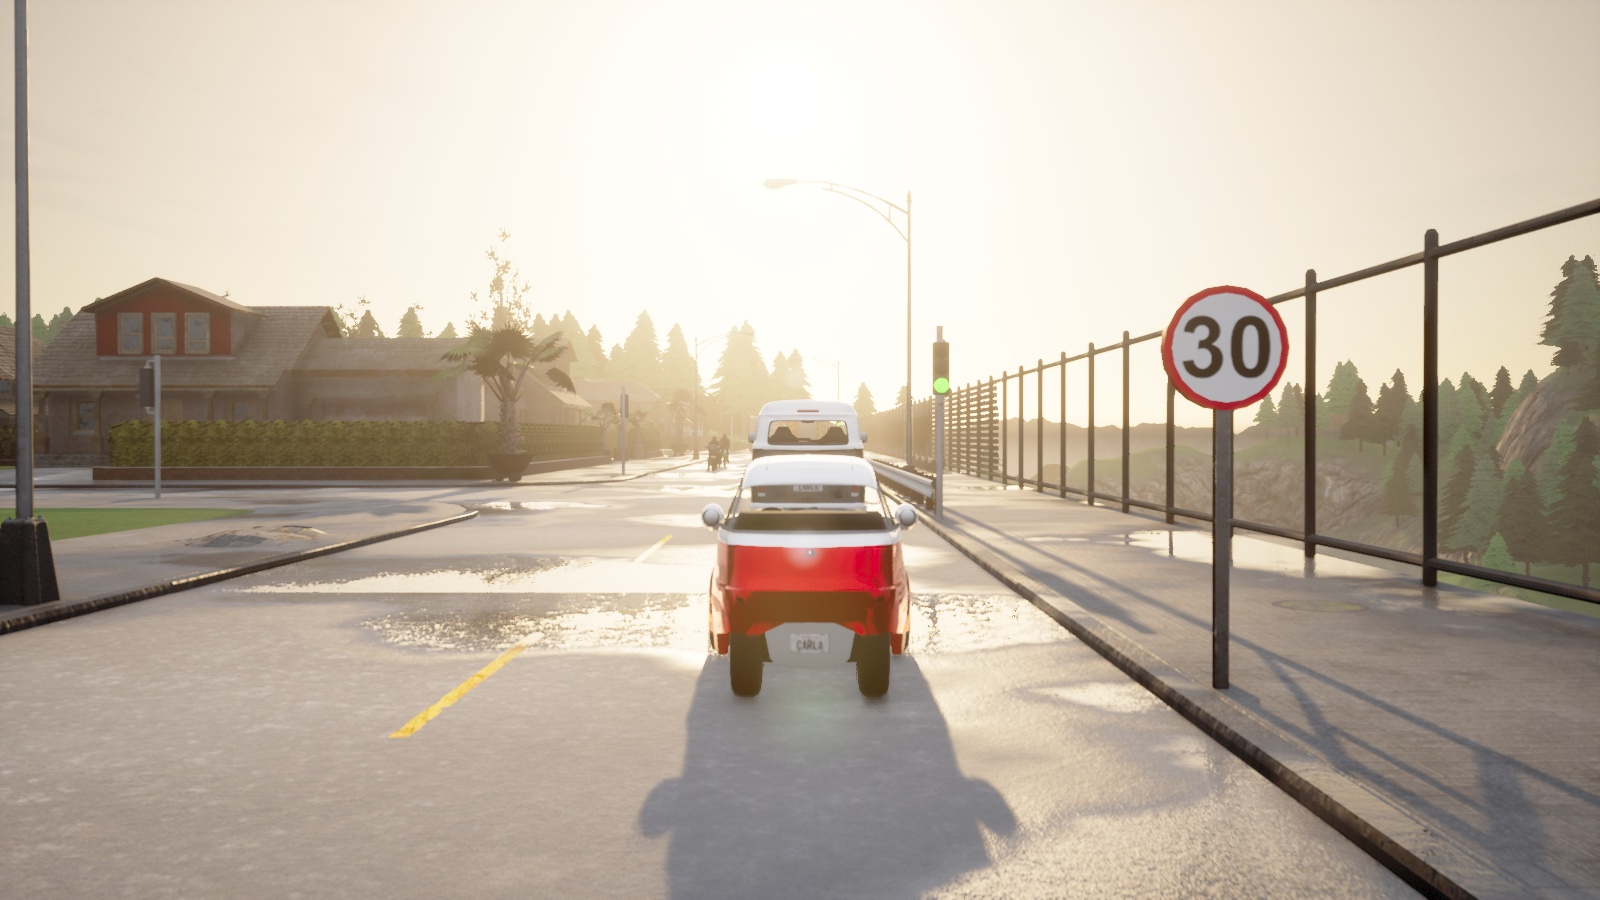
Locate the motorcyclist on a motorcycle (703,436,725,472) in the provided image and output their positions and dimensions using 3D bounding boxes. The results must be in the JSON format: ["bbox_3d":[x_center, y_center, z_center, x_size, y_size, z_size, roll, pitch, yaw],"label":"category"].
[{"bbox_3d":[-3.683,0.145,53.980,0.797,1.523,2.044,0,1,0],"label":"motorcyclist on a motorcycle"}]

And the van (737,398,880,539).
[{"bbox_3d":[0.130,0.250,20.430,2.069,2.038,4.480,0,1,0],"label":"van"}]

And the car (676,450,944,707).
[{"bbox_3d":[0.060,0.713,8.072,1.481,1.376,2.207,0,1,0],"label":"car"}]
